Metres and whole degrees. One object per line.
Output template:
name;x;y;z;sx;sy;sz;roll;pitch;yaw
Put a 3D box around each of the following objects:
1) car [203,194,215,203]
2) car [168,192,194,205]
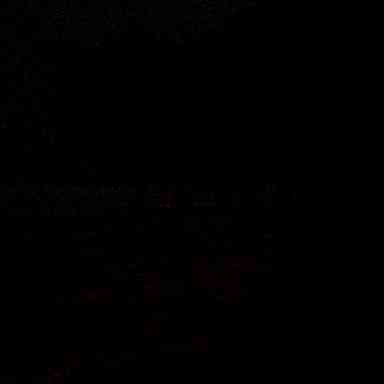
car;4.137;1.277;67.763;2.097;1.767;4.553;3;1;29
car;-1.862;1.118;57.480;2.150;2.045;5.566;3;1;32
